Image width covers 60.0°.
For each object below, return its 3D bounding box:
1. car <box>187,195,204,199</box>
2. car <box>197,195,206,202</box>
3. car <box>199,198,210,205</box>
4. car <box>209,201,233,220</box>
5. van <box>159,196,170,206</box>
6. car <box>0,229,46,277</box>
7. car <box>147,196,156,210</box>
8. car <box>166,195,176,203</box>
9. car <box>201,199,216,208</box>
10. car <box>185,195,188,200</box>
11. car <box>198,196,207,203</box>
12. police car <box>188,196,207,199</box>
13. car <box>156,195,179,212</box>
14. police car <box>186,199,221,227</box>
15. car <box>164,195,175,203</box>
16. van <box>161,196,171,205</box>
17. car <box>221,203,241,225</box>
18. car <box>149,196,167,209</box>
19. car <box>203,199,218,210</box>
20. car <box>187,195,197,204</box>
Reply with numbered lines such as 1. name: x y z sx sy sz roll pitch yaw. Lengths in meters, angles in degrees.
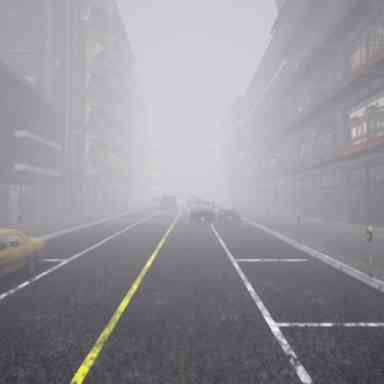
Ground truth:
1. car: 0.813 1.527 39.538 2.097 1.767 4.553 0 0 0
2. car: 2.529 1.839 91.266 2.192 1.841 5.009 1 0 0
3. car: 2.564 1.903 69.142 1.887 1.381 4.507 1 0 0
4. car: 2.576 1.654 30.599 1.752 1.417 4.829 1 0 0
5. van: -5.309 1.662 63.671 1.690 1.788 3.998 2 0 0
6. car: -5.296 1.555 8.203 1.752 1.417 4.829 2 0 0
7. car: -5.309 1.744 46.910 1.752 1.417 4.829 2 0 0
8. car: -5.315 1.797 85.793 2.192 1.841 5.009 1 0 0
9. car: 2.569 1.802 52.550 2.008 1.369 4.403 1 0 0
10. car: -0.017 1.519 60.138 2.150 2.045 5.566 0 0 0
11. car: 2.571 1.879 80.204 1.967 1.590 4.097 1 0 0
12. police car: 0.815 1.569 33.676 1.930 1.638 5.238 0 0 0
13. car: -2.855 1.413 42.316 2.150 2.045 5.566 0 0 0
14. police car: 0.707 1.520 23.673 1.930 1.638 5.238 0 0 0
15. car: -5.314 1.755 80.263 2.192 1.841 5.009 1 0 0
16. van: -5.311 1.700 69.203 1.690 1.788 3.998 1 0 0
17. car: 2.577 1.645 24.897 1.887 1.381 4.507 1 0 0
18. car: -5.305 1.567 52.612 2.192 1.841 5.009 2 0 0
19. car: 2.571 1.763 47.018 1.887 1.381 4.507 1 0 0
20. car: -0.021 1.661 75.082 2.097 1.767 4.553 0 0 0
